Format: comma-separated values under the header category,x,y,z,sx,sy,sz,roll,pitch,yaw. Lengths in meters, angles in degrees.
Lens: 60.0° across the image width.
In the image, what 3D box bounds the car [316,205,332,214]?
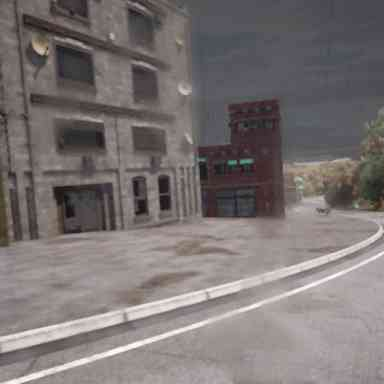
category,x,y,z,sx,sy,sz,roll,pitch,yaw
car,24.620,3.169,62.195,1.882,1.535,5.008,-4,-3,6
